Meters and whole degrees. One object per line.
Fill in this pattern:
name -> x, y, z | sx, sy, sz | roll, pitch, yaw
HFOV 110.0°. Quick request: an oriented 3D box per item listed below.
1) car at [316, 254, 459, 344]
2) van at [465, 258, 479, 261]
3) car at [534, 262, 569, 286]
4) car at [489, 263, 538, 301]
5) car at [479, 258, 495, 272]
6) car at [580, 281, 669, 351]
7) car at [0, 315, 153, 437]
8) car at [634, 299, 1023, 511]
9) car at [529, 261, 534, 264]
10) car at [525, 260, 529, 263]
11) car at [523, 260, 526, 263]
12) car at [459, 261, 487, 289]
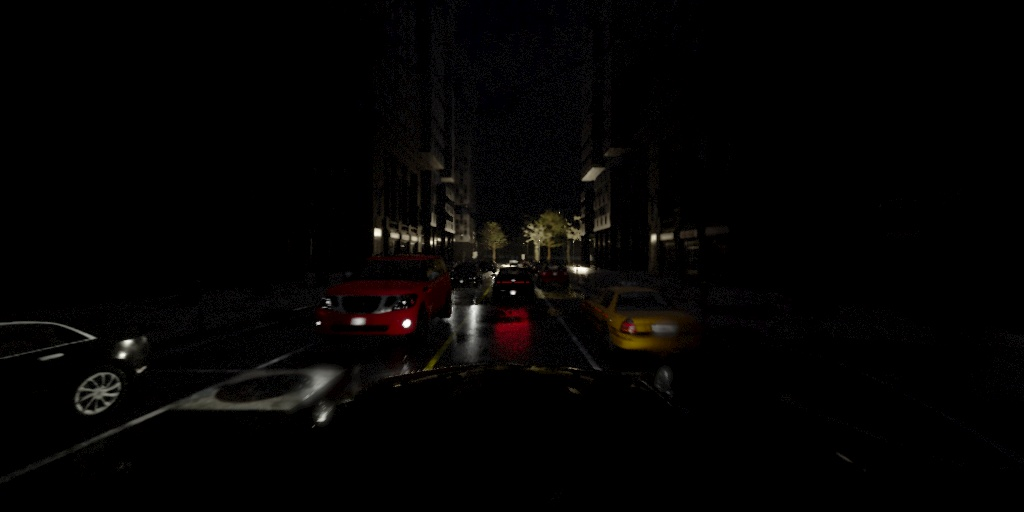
car -> -3.070, 0.969, 9.954 | 2.150, 2.045, 5.566 | 0, 0, 0
van -> -5.564, 1.198, 48.402 | 1.690, 1.789, 3.998 | 0, 0, 0
car -> 2.859, 1.240, 25.657 | 1.967, 1.591, 4.097 | 0, 0, 0
car -> 0.062, 1.275, 17.359 | 1.837, 1.490, 4.892 | 0, 0, 0
car -> -2.830, 1.355, 43.037 | 1.837, 1.490, 4.892 | 0, -1, 1
car -> 2.783, 1.290, 8.821 | 1.751, 1.417, 4.829 | 0, 0, 0
car -> -5.768, 1.281, 3.053 | 2.007, 1.370, 4.403 | 0, 0, 0
car -> 2.757, 1.326, 2.984 | 1.948, 1.339, 4.313 | 0, 0, 0
car -> 2.910, 1.423, 36.995 | 1.802, 1.307, 4.207 | 0, 0, 0
car -> 2.935, 1.413, 42.665 | 2.007, 1.370, 4.403 | 0, 0, 0
car -> 2.961, 1.436, 48.333 | 2.007, 1.370, 4.403 | 0, 0, 0
car -> -2.978, 1.278, 23.687 | 1.837, 1.490, 4.892 | 0, 0, 1
